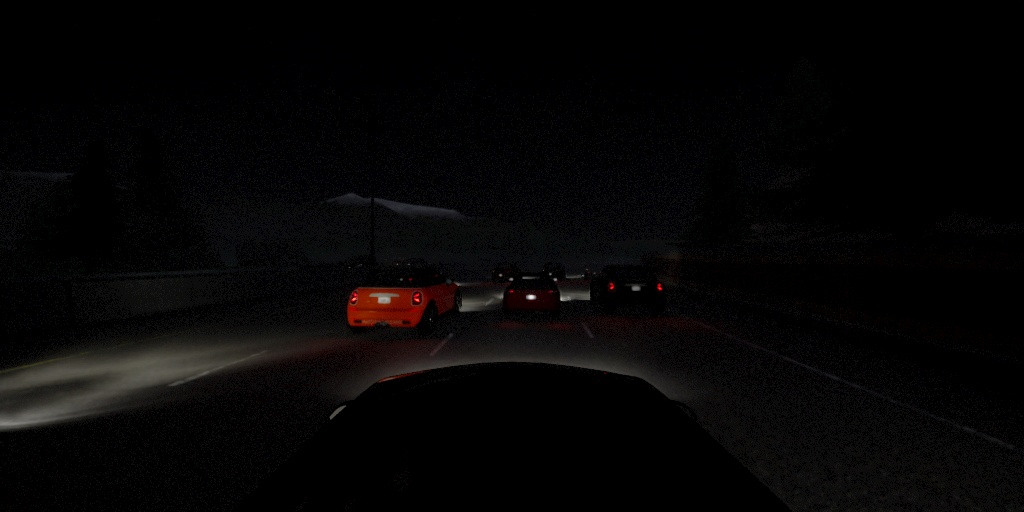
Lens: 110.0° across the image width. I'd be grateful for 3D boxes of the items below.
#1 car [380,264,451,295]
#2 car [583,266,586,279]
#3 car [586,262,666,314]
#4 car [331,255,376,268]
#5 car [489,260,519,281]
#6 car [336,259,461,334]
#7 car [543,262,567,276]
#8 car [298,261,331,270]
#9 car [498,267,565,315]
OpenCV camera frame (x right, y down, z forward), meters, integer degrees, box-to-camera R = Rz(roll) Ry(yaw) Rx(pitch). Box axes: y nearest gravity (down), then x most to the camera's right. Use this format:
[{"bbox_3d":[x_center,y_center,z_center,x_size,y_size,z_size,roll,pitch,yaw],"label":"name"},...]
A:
[{"bbox_3d":[-5.419,1.265,20.969,2.033,1.411,5.357,0,0,8],"label":"car"},{"bbox_3d":[7.524,1.274,32.372,1.812,1.442,4.674,0,0,14],"label":"car"},{"bbox_3d":[4.355,1.105,14.123,2.097,1.767,4.553,0,0,5],"label":"car"},{"bbox_3d":[-18.684,0.883,43.468,2.150,2.045,5.566,0,0,16],"label":"car"},{"bbox_3d":[-0.392,1.252,29.125,1.812,1.442,4.674,0,0,12],"label":"car"},{"bbox_3d":[-2.945,1.086,10.787,2.097,1.767,4.553,0,0,4],"label":"car"},{"bbox_3d":[3.558,1.263,30.821,1.812,1.442,4.674,0,0,12],"label":"car"},{"bbox_3d":[-22.647,1.248,42.276,1.895,1.301,4.718,0,0,15],"label":"car"},{"bbox_3d":[0.795,1.307,13.657,1.994,1.385,4.181,0,0,5],"label":"car"}]
